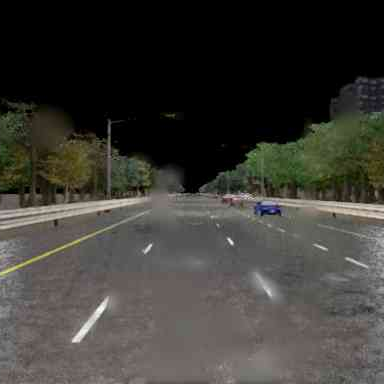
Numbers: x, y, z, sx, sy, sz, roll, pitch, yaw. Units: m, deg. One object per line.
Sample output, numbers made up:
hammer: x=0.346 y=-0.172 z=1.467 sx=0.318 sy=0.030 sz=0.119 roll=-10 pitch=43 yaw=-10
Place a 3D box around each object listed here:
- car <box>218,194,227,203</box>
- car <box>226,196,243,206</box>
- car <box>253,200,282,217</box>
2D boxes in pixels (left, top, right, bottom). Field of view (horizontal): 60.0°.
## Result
car: x=7.197 y=1.550 z=70.377 sx=1.882 sy=1.535 sz=5.008 roll=0 pitch=0 yaw=0
car: x=7.119 y=1.580 z=54.362 sx=1.812 sy=1.442 sz=4.674 roll=0 pitch=0 yaw=0
car: x=7.034 y=1.521 z=31.466 sx=1.882 sy=1.535 sz=5.008 roll=0 pitch=0 yaw=0
